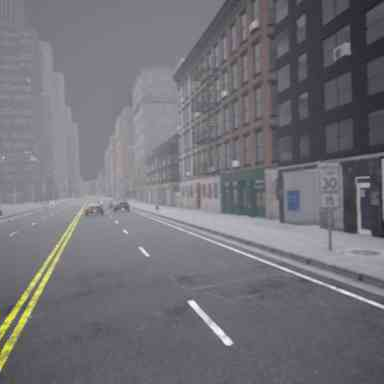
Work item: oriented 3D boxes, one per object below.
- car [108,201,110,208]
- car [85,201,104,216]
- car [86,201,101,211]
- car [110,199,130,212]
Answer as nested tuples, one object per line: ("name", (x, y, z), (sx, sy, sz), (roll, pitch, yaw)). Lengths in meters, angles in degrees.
("car", (-12.217, 1.815, 52.987), (2.128, 1.511, 4.902), (-2, 0, -17))
("car", (-10.879, 1.824, 37.122), (1.812, 1.442, 4.674), (-2, 0, -17))
("car", (-14.160, 1.987, 47.923), (1.895, 1.301, 4.718), (-2, 0, -16))
("car", (-9.203, 1.748, 43.026), (1.837, 1.490, 4.892), (-2, 0, -17))
